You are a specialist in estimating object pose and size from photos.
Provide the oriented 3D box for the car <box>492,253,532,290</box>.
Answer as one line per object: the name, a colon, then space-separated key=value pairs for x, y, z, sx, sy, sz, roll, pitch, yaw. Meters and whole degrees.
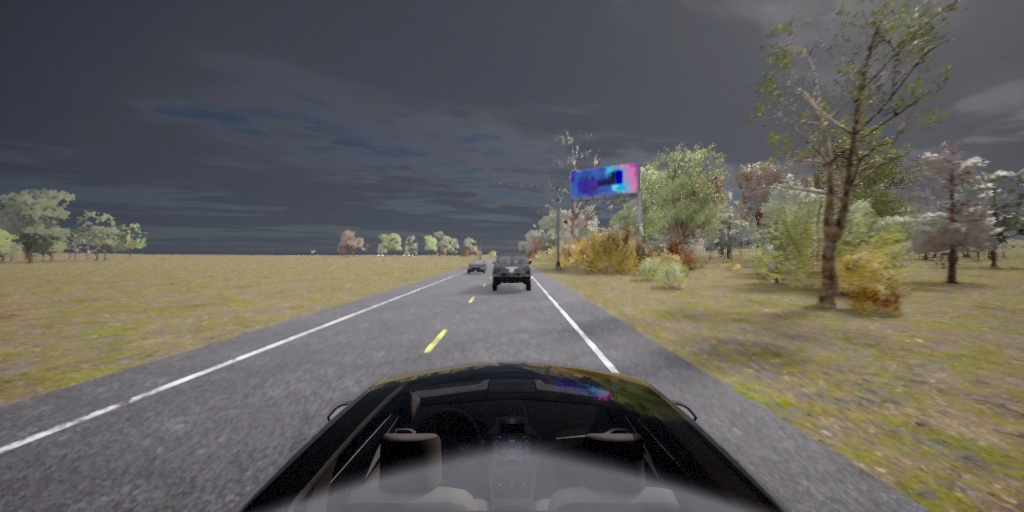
car: x=0.005 y=0.841 z=21.275 sx=2.150 sy=2.045 sz=5.566 roll=0 pitch=0 yaw=1

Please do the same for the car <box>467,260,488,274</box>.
car: x=-3.520 y=1.070 z=37.300 sx=2.033 sy=1.411 sz=5.357 roll=0 pitch=0 yaw=0
